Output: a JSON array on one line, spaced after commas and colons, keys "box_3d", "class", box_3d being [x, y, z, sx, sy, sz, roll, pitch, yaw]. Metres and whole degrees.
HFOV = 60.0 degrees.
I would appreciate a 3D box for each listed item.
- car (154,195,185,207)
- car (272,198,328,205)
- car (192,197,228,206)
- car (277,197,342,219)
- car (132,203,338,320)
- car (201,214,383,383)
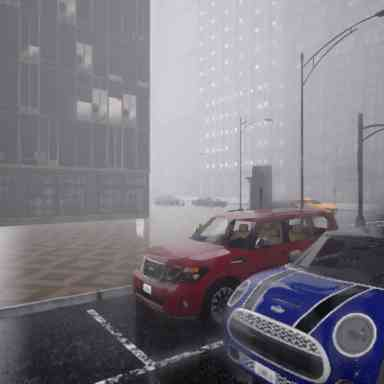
[{"box_3d": [-2.707, 1.069, 40.104, 2.128, 1.511, 4.902, 0, 1, -36], "class": "car"}, {"box_3d": [7.661, 1.340, 26.101, 2.033, 1.411, 5.357, 0, 1, -37], "class": "car"}, {"box_3d": [2.060, 1.230, 39.123, 1.895, 1.301, 4.718, 0, 1, -37], "class": "car"}, {"box_3d": [9.947, 1.271, 28.477, 1.882, 1.535, 5.008, 0, 1, -37], "class": "car"}, {"box_3d": [1.290, 1.315, 7.095, 5.009, 1.841, 2.192, 0, 0, -35], "class": "car"}, {"box_3d": [2.625, 1.352, 4.877, 4.553, 1.767, 2.097, 0, 0, -35], "class": "car"}]
